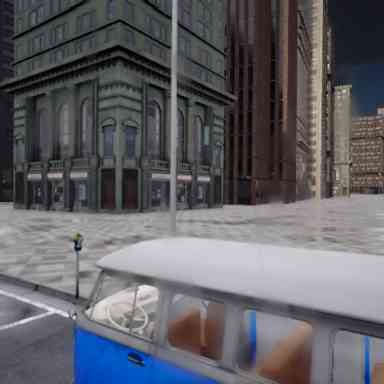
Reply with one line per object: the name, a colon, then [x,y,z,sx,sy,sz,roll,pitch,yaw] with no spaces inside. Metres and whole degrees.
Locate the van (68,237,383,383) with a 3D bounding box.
van: [0.784,1.343,2.433,3.998,1.788,1.690,0,1,35]
